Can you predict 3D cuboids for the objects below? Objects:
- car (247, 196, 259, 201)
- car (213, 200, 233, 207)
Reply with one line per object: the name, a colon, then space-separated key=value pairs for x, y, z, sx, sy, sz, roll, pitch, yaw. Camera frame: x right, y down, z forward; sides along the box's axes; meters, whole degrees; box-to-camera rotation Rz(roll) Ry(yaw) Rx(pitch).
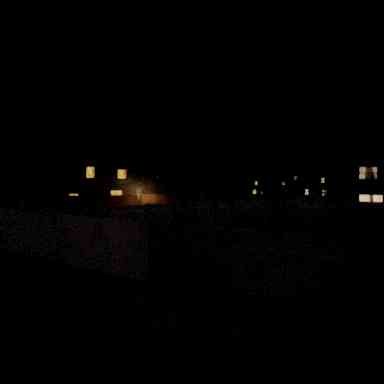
car: x=10.905 y=1.519 z=59.556 sx=1.812 sy=1.442 sz=4.674 roll=1 pitch=-1 yaw=2
car: x=3.443 y=1.578 z=35.691 sx=1.994 sy=1.385 sz=4.181 roll=2 pitch=1 yaw=33
